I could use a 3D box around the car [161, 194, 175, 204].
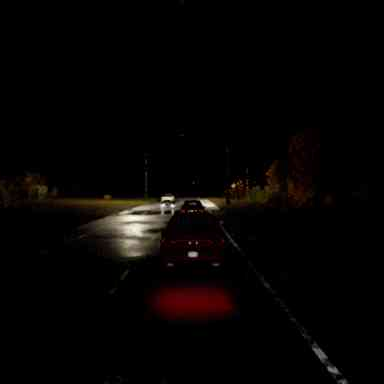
[{"bbox_3d":[-3.608,1.082,50.381,1.812,1.442,4.674,0,1,0],"label":"car"}]

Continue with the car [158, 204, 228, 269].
[{"bbox_3d":[0.045,1.378,10.814,1.882,1.535,5.008,0,1,0],"label":"car"}]

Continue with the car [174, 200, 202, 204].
[{"bbox_3d":[0.033,1.321,24.963,2.033,1.411,5.357,0,1,1],"label":"car"}]
